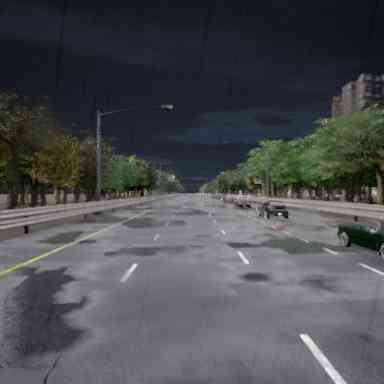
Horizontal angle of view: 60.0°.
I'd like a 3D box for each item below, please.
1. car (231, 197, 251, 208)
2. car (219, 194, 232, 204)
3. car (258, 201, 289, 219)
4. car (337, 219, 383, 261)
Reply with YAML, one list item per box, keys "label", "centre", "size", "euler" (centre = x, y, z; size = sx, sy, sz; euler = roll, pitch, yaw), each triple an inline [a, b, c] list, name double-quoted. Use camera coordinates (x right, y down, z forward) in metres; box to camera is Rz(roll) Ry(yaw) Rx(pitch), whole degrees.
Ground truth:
- label: "car"
  centre: [7.100, 1.640, 47.451]
  size: [1.895, 1.301, 4.718]
  euler: [0, 0, 0]
- label: "car"
  centre: [7.189, 1.549, 66.380]
  size: [2.128, 1.511, 4.902]
  euler: [0, 0, 0]
- label: "car"
  centre: [7.034, 1.527, 29.020]
  size: [1.837, 1.490, 4.892]
  euler: [0, 0, 0]
- label: "car"
  centre: [7.004, 1.606, 11.861]
  size: [1.895, 1.301, 4.718]
  euler: [0, 0, 0]
